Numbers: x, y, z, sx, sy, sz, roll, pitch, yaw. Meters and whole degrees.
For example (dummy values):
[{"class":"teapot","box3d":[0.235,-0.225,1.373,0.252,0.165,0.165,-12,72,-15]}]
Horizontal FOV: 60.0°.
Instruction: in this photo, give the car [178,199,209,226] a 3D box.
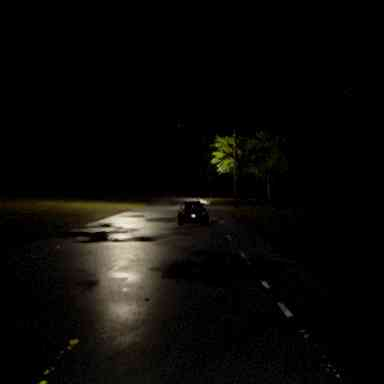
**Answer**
[{"class":"car","box3d":[0.091,1.438,22.526,1.994,1.385,4.181,0,0,0]}]
